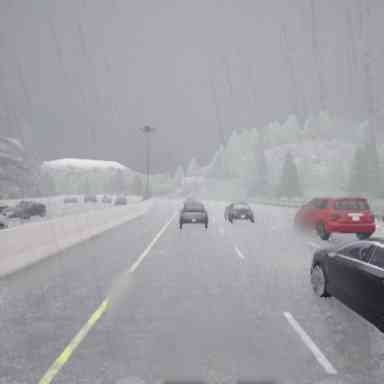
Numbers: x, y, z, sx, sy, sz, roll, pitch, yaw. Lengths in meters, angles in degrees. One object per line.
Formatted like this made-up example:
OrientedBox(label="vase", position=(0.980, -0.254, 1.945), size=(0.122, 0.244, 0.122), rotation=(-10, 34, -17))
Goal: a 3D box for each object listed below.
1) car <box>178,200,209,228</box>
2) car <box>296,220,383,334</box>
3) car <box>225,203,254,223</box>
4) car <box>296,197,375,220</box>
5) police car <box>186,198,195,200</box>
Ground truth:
OrientedBox(label="car", position=(0.110, 1.518, 22.586), size=(2.128, 1.511, 4.902), rotation=(0, 0, 0))
OrientedBox(label="car", position=(3.603, 1.498, 5.638), size=(2.128, 1.511, 4.902), rotation=(0, 0, 0))
OrientedBox(label="car", position=(3.612, 1.556, 25.853), size=(1.812, 1.442, 4.674), rotation=(0, 0, 0))
OrientedBox(label="car", position=(7.120, 1.241, 17.082), size=(2.150, 2.045, 5.566), rotation=(0, 0, 0))
OrientedBox(label="police car", position=(-0.158, 1.554, 41.549), size=(2.038, 1.542, 4.974), rotation=(0, 0, -3))
